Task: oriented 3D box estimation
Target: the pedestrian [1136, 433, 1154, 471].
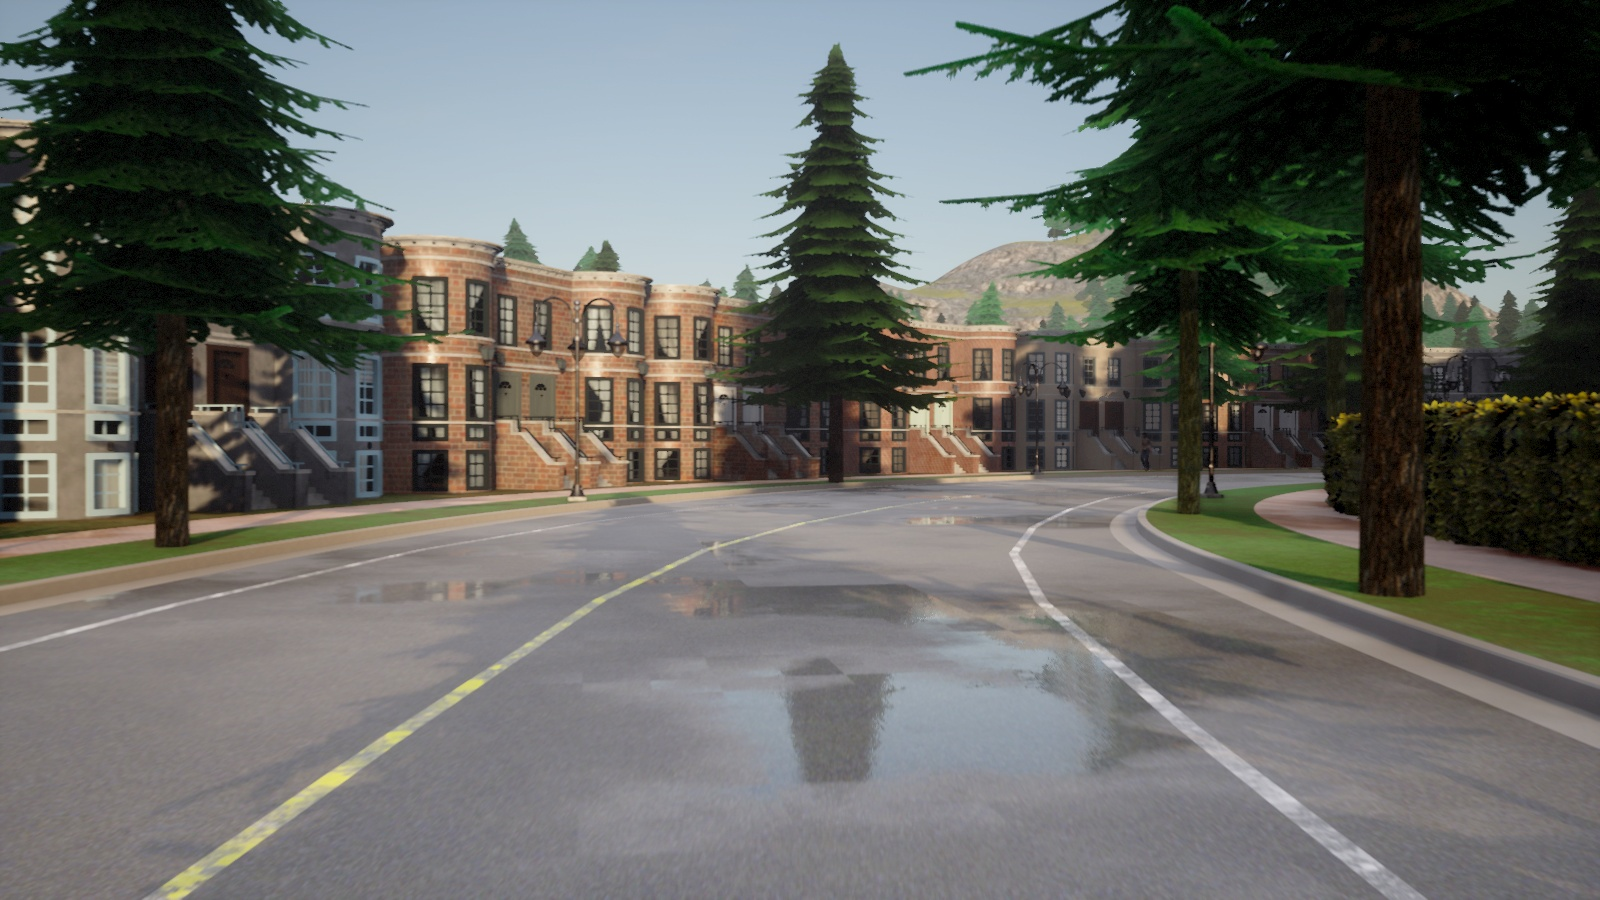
[{"bbox_3d":[16.254,0.086,59.196,0.869,1.805,0.328,0,0,-35],"label":"pedestrian"}]
